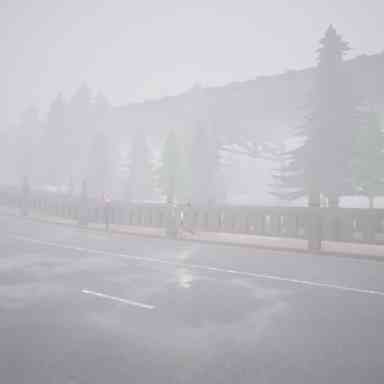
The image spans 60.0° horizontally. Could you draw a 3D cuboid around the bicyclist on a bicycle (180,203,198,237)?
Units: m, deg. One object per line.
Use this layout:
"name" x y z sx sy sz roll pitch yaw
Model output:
"bicyclist on a bicycle" -0.093 1.343 16.118 0.582 1.620 1.656 1 -3 33
